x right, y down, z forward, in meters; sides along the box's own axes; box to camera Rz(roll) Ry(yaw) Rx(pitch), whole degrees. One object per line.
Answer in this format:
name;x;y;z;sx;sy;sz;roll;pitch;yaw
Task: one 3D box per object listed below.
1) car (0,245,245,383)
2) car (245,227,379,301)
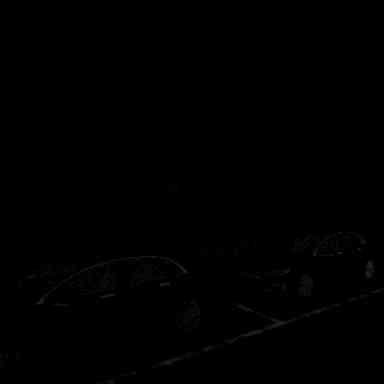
car;-1.528;1.558;5.093;4.403;1.369;2.008;0;0;-35
car;2.972;1.581;8.288;4.403;1.369;2.008;0;0;-35
